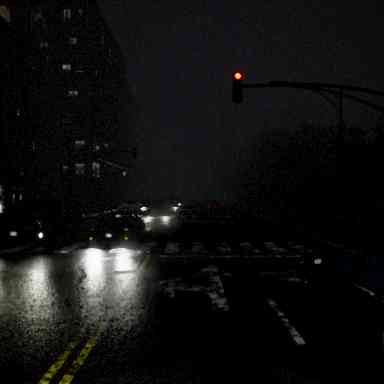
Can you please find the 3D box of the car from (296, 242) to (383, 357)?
[{"bbox_3d":[3.355,1.547,5.374,2.033,1.411,5.357,0,0,0],"label":"car"}]

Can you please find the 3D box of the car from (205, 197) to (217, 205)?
[{"bbox_3d":[3.389,1.619,60.371,1.895,1.301,4.718,0,0,0],"label":"car"}]

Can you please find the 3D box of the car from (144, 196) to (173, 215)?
[{"bbox_3d":[-3.329,1.482,33.755,1.882,1.535,5.008,0,0,0],"label":"car"}]

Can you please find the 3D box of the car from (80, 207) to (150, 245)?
[{"bbox_3d":[-3.347,1.576,15.337,1.994,1.385,4.181,0,-1,0],"label":"car"}]

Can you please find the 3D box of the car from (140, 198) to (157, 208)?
[{"bbox_3d":[-6.562,1.575,50.380,1.994,1.385,4.181,0,0,0],"label":"car"}]

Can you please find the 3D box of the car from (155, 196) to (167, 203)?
[{"bbox_3d":[-6.457,1.573,69.208,2.033,1.411,5.357,0,0,0],"label":"car"}]

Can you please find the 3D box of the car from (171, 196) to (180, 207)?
[{"bbox_3d":[-3.314,1.363,50.803,2.097,1.767,4.553,0,0,0],"label":"car"}]

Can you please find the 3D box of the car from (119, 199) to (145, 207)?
[{"bbox_3d":[-6.610,1.530,35.990,1.812,1.442,4.674,0,0,1],"label":"car"}]

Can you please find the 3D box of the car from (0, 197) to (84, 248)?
[{"bbox_3d":[-6.592,1.247,15.046,2.150,2.045,5.566,0,-1,0],"label":"car"}]
